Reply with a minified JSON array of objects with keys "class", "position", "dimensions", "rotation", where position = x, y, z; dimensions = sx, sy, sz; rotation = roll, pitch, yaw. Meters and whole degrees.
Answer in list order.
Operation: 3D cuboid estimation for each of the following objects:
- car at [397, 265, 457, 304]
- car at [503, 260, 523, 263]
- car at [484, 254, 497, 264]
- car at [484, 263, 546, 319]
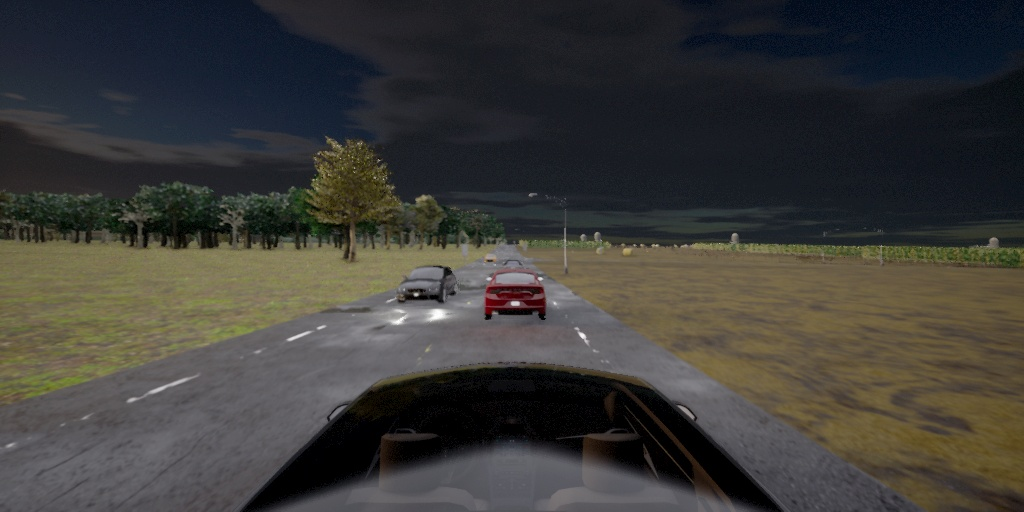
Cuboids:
[{"class":"car","position":[-3.604,1.180,15.913],"dimensions":[1.837,1.490,4.892],"rotation":[0,1,0]},{"class":"car","position":[0.091,1.044,33.495],"dimensions":[1.994,1.385,4.181],"rotation":[0,1,0]},{"class":"car","position":[-3.519,0.443,59.139],"dimensions":[1.882,1.535,5.008],"rotation":[0,2,0]},{"class":"car","position":[0.097,1.181,12.668],"dimensions":[1.882,1.535,5.008],"rotation":[0,0,0]}]
